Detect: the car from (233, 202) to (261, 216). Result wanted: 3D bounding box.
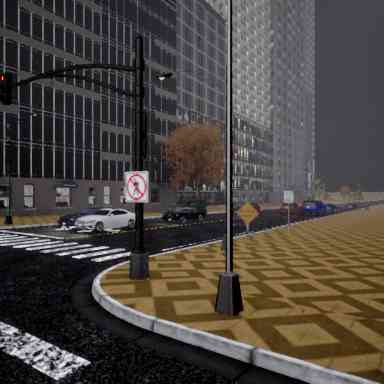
[{"bbox_3d":[7.067,2.074,42.104,2.097,1.767,4.553,0,-1,33],"label":"car"}]

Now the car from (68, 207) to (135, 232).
[{"bbox_3d":[-5.649,1.827,22.484,1.812,1.442,4.674,0,-1,33],"label":"car"}]

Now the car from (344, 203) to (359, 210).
[{"bbox_3d":[31.516,2.837,65.715,1.812,1.442,4.674,0,-1,33],"label":"car"}]

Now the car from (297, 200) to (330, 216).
[{"bbox_3d":[16.168,2.065,43.994,2.150,2.045,5.566,0,-1,35],"label":"car"}]

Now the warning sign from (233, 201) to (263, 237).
[{"bbox_3d":[3.115,1.454,18.570,1.300,1.860,1.060,1,1,33],"label":"warning sign"}]

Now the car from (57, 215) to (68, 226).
[{"bbox_3d":[-7.525,1.873,25.536,2.033,1.411,5.357,0,-1,33],"label":"car"}]

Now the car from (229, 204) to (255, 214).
[{"bbox_3d":[7.331,2.415,48.460,1.895,1.301,4.718,0,-1,33],"label":"car"}]

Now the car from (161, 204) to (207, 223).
[{"bbox_3d":[-0.694,2.065,30.120,1.895,1.301,4.718,0,-1,33],"label":"car"}]

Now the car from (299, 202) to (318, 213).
[{"bbox_3d":[19.194,2.506,54.728,1.882,1.535,5.008,0,-1,33],"label":"car"}]

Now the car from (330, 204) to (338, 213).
[{"bbox_3d":[21.923,2.558,52.964,1.812,1.442,4.674,0,-1,33],"label":"car"}]

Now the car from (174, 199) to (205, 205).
[{"bbox_3d":[-0.476,1.778,36.442,2.150,2.045,5.566,0,-1,33],"label":"car"}]

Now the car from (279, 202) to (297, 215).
[{"bbox_3d":[13.848,2.205,46.362,2.097,1.767,4.553,0,-1,33],"label":"car"}]
